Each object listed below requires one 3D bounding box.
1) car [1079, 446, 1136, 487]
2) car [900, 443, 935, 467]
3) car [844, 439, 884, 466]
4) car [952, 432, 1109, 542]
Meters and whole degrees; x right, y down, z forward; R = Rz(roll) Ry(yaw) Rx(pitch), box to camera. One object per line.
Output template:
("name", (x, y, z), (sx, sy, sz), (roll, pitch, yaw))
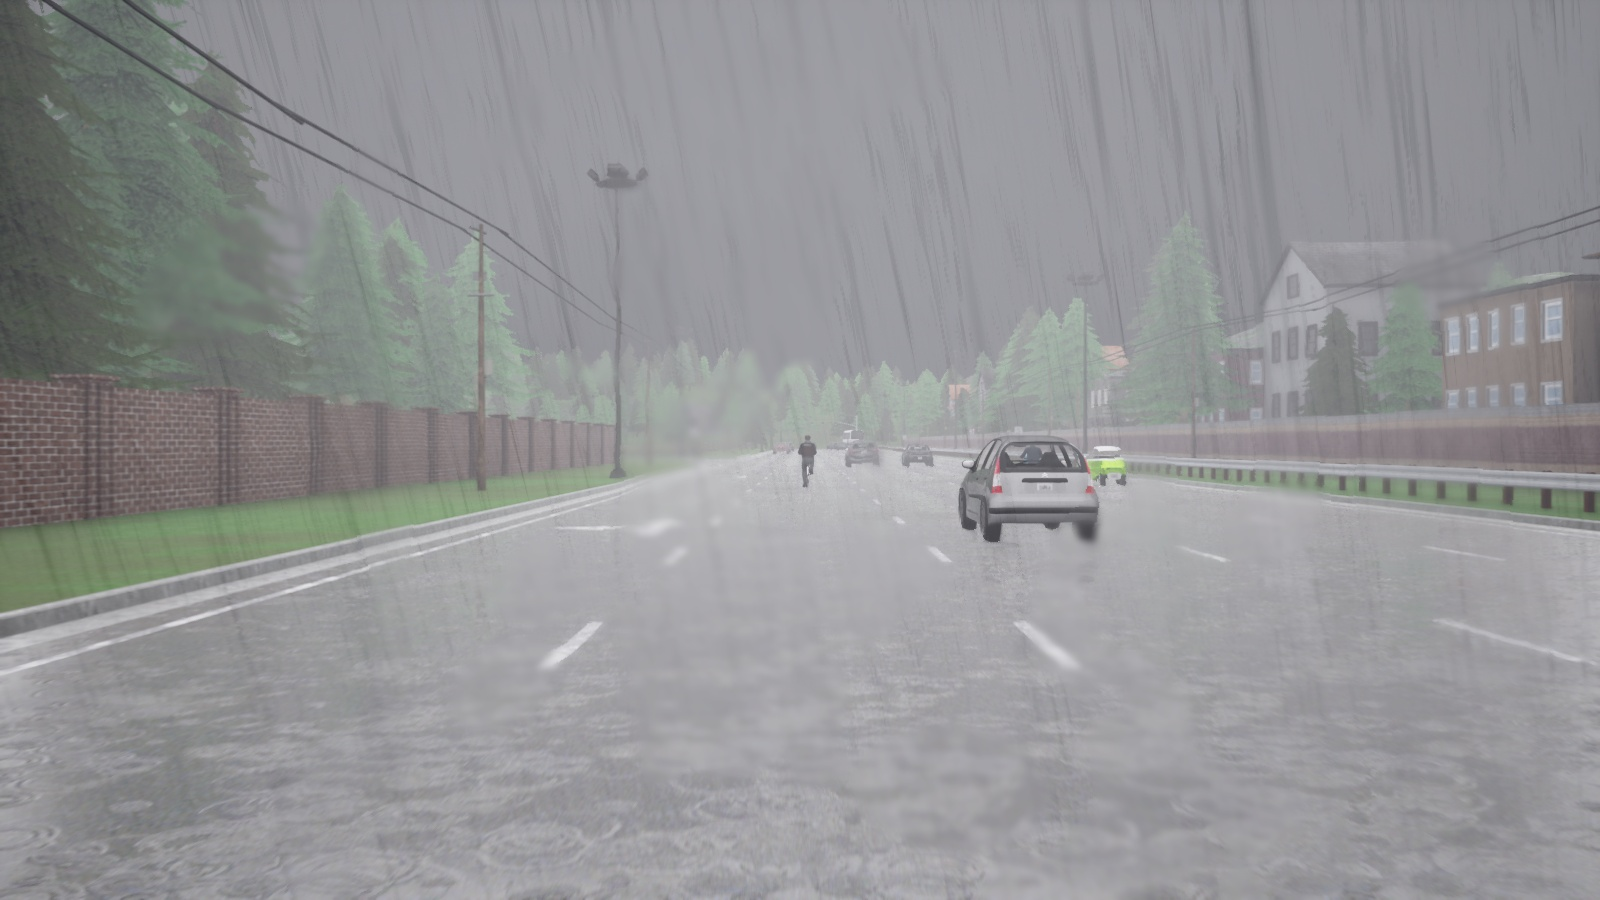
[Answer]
("car", (10.767, 0.562, 44.068), (1.481, 1.376, 2.207), (0, 1, 0))
("car", (7.473, 0.315, 80.085), (1.816, 1.474, 4.193), (0, 0, 0))
("car", (3.964, 0.151, 78.469), (2.242, 1.667, 4.611), (0, 0, 0))
("car", (3.633, 0.532, 20.482), (1.851, 1.617, 3.988), (0, 0, 0))
